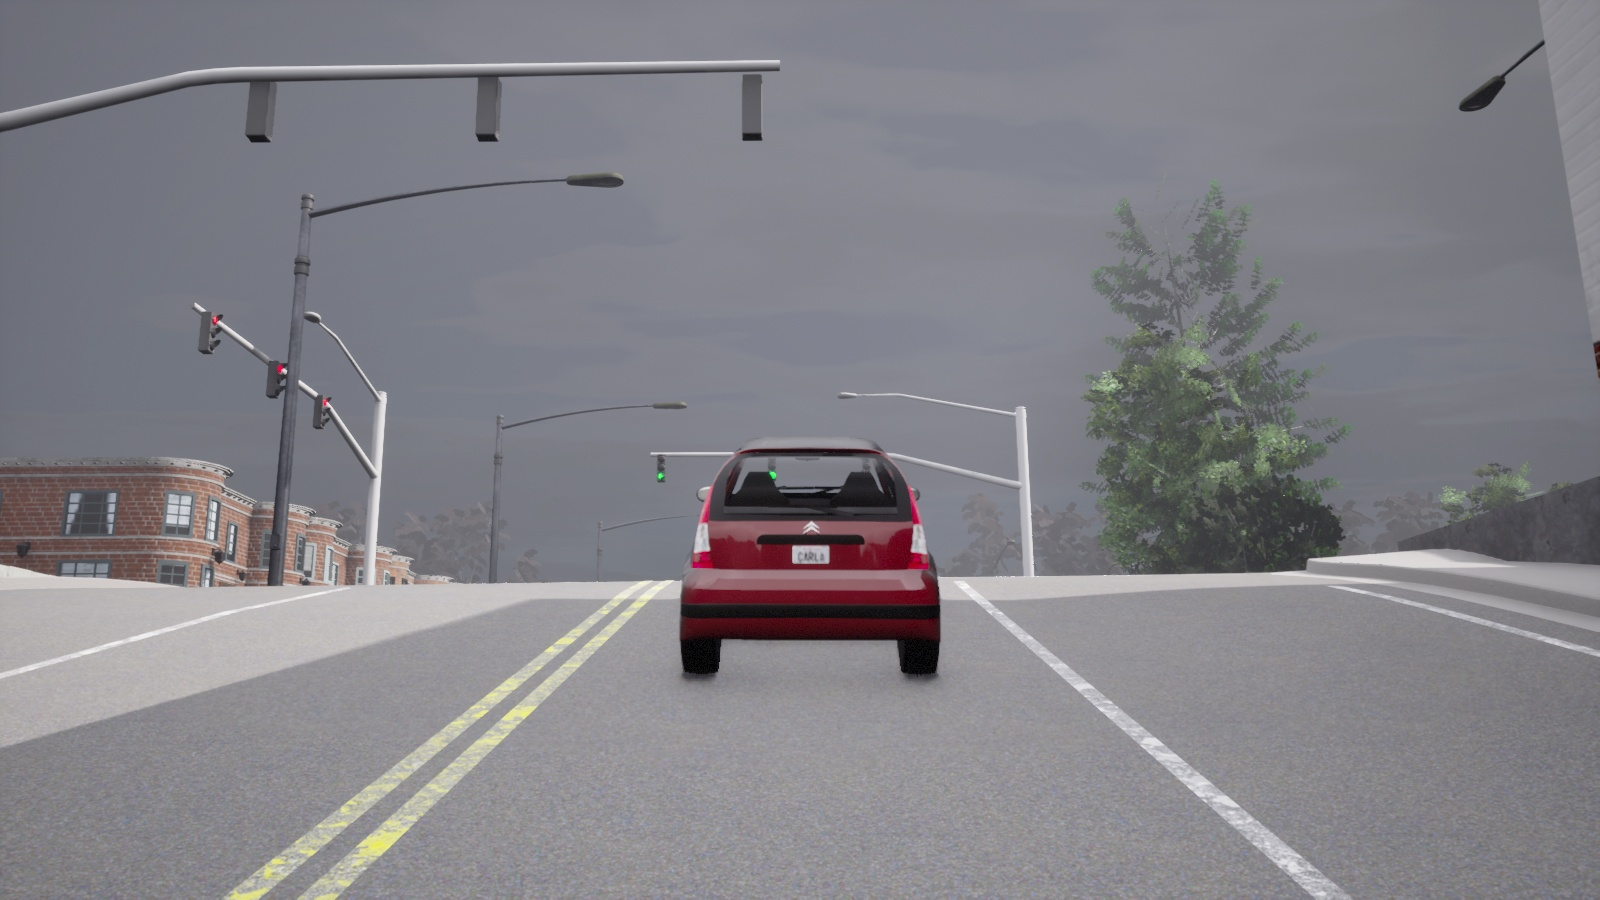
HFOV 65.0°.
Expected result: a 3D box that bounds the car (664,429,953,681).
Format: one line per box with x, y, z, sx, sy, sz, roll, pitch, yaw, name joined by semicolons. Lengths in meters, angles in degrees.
0.053;0.678;10.084;1.851;1.617;3.988;0;0;0;car
